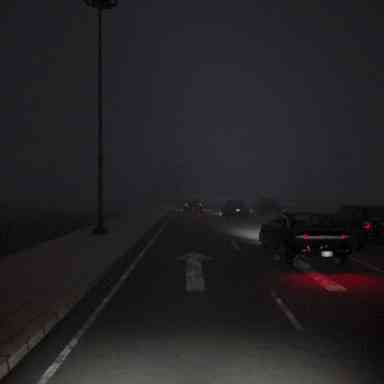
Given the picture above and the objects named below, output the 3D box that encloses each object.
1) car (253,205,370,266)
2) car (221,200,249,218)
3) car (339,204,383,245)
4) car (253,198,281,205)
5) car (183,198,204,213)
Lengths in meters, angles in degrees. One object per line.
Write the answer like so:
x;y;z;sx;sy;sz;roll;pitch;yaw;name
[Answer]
3.601;1.423;11.289;2.128;1.511;4.902;0;0;0;car
3.603;1.395;28.175;1.994;1.385;4.181;0;0;0;car
7.100;1.267;13.999;2.097;1.767;4.553;0;0;0;car
7.103;1.288;31.795;1.882;1.535;5.008;0;0;0;car
0.104;1.327;33.231;1.812;1.442;4.674;0;0;0;car
